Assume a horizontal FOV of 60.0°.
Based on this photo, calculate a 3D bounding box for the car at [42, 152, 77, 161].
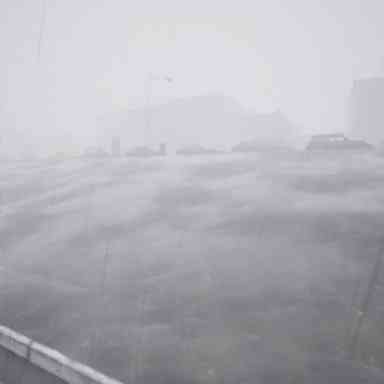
[{"bbox_3d":[-13.946,-3.763,37.100,5.008,1.535,2.097,1,1,32],"label":"car"}]

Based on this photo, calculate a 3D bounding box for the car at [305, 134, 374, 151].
[{"bbox_3d":[10.574,-3.358,23.971,4.553,1.767,2.185,1,1,26],"label":"car"}]

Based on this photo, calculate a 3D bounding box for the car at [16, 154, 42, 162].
[{"bbox_3d":[-18.658,-3.825,40.029,4.674,1.452,2.002,1,1,33],"label":"car"}]

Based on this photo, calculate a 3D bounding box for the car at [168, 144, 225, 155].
[{"bbox_3d":[0.663,-3.416,28.873,4.674,1.452,2.002,1,1,28],"label":"car"}]

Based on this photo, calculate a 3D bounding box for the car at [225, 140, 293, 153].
[{"bbox_3d":[5.494,-3.355,26.414,4.892,1.521,2.231,1,1,27],"label":"car"}]

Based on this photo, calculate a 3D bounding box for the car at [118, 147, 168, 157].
[{"bbox_3d":[-4.201,-3.527,31.481,4.792,1.488,2.163,1,1,29],"label":"car"}]

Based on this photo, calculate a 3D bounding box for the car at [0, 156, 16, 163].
[{"bbox_3d":[-23.304,-3.961,43.059,4.892,1.521,2.231,1,1,34],"label":"car"}]

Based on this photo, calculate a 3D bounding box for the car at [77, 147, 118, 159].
[{"bbox_3d":[-9.193,-3.787,34.282,4.553,1.767,2.185,1,1,31],"label":"car"}]
